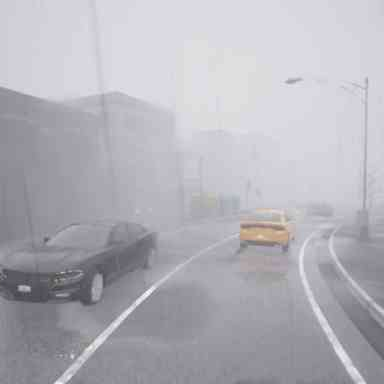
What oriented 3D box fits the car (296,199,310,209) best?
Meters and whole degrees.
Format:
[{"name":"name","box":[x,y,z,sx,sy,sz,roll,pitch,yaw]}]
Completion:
[{"name":"car","box":[15.627,1.706,45.664,1.812,1.442,4.674,1,0,29]}]

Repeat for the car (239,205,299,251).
[{"name":"car","box":[3.438,1.523,14.682,1.882,1.535,5.008,1,0,21]}]

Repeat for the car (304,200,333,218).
[{"name":"car","box":[12.732,1.730,32.894,1.994,1.385,4.181,1,0,29]}]

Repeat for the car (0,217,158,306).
[{"name":"car","box":[-2.389,1.446,8.333,1.882,1.535,5.008,0,0,14]}]
